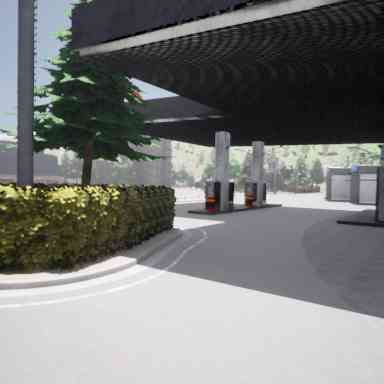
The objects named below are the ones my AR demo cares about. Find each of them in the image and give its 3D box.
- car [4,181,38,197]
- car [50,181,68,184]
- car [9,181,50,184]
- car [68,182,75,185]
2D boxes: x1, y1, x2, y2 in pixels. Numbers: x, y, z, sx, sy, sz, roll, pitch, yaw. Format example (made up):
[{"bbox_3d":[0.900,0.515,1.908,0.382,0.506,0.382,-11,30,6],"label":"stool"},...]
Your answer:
[{"bbox_3d":[-21.838,-0.453,42.377,4.605,1.855,1.932,2,2,35],"label":"car"},{"bbox_3d":[-26.897,-1.243,65.395,3.866,1.878,1.905,2,2,35],"label":"car"},{"bbox_3d":[-17.291,-0.169,35.169,3.866,1.878,1.905,2,2,35],"label":"car"},{"bbox_3d":[-25.564,-1.269,68.010,4.605,1.855,1.932,2,2,35],"label":"car"}]
